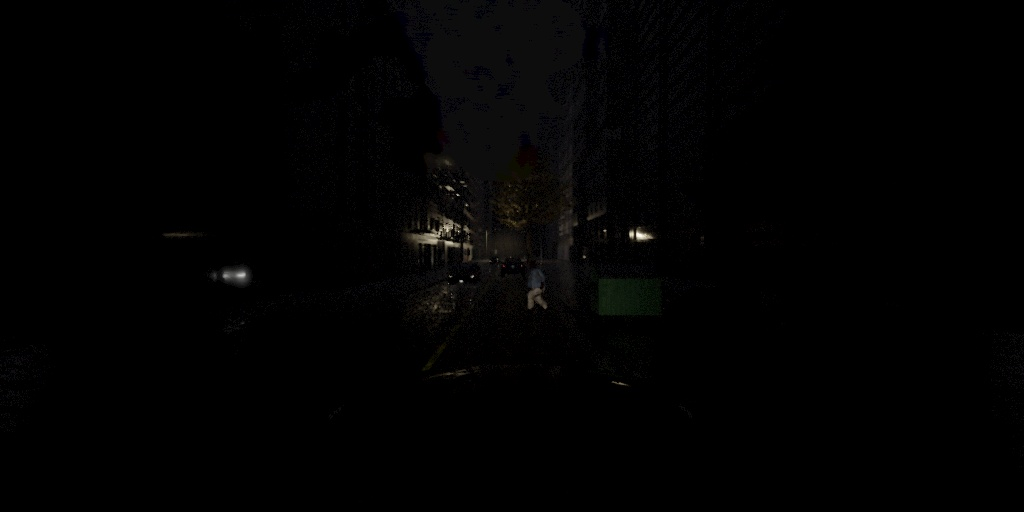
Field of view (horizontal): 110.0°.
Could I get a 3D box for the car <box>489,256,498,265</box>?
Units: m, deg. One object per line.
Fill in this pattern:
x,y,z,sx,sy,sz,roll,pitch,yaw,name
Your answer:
-3.036,0.786,63.306,1.837,1.490,4.892,0,1,1,car

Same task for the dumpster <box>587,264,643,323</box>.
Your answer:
3.135,1.085,11.135,1.020,1.700,1.940,0,0,0,dumpster

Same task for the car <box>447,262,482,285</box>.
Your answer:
-3.095,1.143,24.572,2.033,1.411,5.357,0,0,0,car

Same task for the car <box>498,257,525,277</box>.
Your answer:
0.082,0.890,32.286,2.097,1.767,4.553,0,0,0,car

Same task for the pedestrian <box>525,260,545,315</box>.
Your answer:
0.748,0.981,11.638,0.375,1.860,0.375,0,1,-15,pedestrian
